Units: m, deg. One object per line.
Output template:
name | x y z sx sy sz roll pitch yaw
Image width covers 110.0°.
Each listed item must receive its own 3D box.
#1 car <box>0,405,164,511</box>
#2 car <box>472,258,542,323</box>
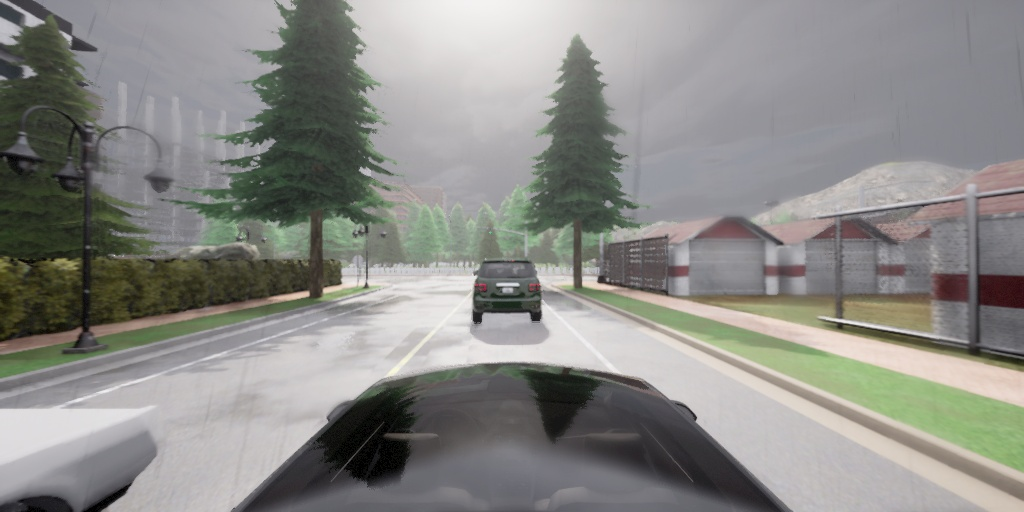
car | -3.632 1.337 0.505 1.895 1.301 4.718 0 -1 0
car | -0.222 1.115 12.899 2.150 2.045 5.566 0 -1 -2
